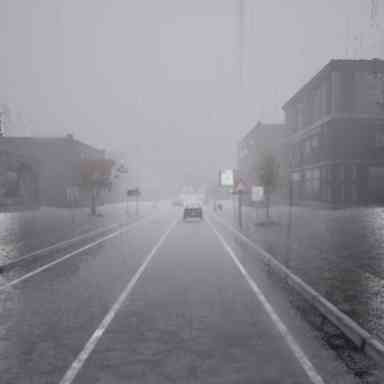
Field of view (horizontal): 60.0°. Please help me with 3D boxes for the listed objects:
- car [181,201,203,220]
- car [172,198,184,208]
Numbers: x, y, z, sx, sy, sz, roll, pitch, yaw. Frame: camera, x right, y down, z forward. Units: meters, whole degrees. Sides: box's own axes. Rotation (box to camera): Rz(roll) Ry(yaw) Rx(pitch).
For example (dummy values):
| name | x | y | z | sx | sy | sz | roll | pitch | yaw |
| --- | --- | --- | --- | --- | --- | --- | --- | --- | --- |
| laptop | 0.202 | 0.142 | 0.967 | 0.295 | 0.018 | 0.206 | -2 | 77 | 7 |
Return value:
| name | x | y | z | sx | sy | sz | roll | pitch | yaw |
| --- | --- | --- | --- | --- | --- | --- | --- | --- | --- |
| car | 0.099 | 1.948 | 33.888 | 1.882 | 1.535 | 5.008 | 0 | -1 | 0 |
| car | -2.993 | 2.305 | 70.636 | 2.150 | 2.045 | 5.566 | 0 | -1 | 0 |
